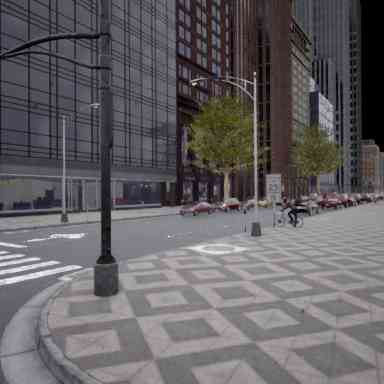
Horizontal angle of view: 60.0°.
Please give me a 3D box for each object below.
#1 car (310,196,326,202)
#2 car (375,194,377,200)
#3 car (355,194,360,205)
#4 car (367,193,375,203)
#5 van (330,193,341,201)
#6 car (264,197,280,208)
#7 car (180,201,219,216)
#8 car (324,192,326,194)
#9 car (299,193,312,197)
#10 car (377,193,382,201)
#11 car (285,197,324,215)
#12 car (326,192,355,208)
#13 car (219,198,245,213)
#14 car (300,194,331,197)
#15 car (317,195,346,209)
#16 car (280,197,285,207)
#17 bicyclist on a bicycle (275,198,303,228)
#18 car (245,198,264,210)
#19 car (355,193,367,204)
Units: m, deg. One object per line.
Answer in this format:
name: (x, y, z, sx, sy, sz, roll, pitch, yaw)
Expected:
car: (26.112, 1.418, 68.834, 1.947, 1.339, 4.313, 0, 0, 35)
car: (36.421, 1.302, 68.776, 1.752, 1.417, 4.829, -1, 0, 35)
car: (23.535, 1.378, 50.057, 1.947, 1.339, 4.313, 0, 0, 35)
car: (33.127, 1.099, 63.993, 2.192, 1.841, 5.009, 0, 0, 35)
van: (35.701, 1.186, 82.771, 1.690, 1.788, 3.998, -1, 0, 35)
car: (10.026, 1.426, 45.466, 1.752, 1.417, 4.829, 0, 0, 35)
car: (0.531, 1.525, 31.670, 1.802, 1.307, 4.206, 0, 0, 35)
car: (22.260, 1.052, 52.739, 2.150, 2.045, 5.566, -1, 0, 35)
car: (19.715, 1.416, 59.543, 1.887, 1.381, 4.507, 0, 0, 35)
car: (42.718, 1.359, 77.925, 1.802, 1.307, 4.206, -1, 0, 35)
car: (10.747, 1.424, 31.478, 1.947, 1.339, 4.313, 0, 0, 35)
car: (20.337, 1.137, 45.413, 2.192, 1.841, 5.009, 0, 0, 35)
car: (3.727, 1.367, 36.315, 1.967, 1.590, 4.097, 0, 0, 35)
car: (16.572, 1.339, 44.474, 2.128, 1.511, 4.902, -1, 0, 35)
car: (17.141, 1.377, 40.768, 1.887, 1.381, 4.507, 0, 0, 35)
car: (13.320, 1.456, 50.252, 1.947, 1.339, 4.313, 0, 0, 35)
bicyclist on a bicycle: (5.315, 1.177, 18.363, 1.656, 1.620, 0.582, -1, 0, 35)
car: (6.926, 1.495, 40.961, 1.802, 1.307, 4.206, 0, 0, 35)
car: (26.732, 1.118, 54.702, 2.192, 1.841, 5.009, 0, 0, 35)
